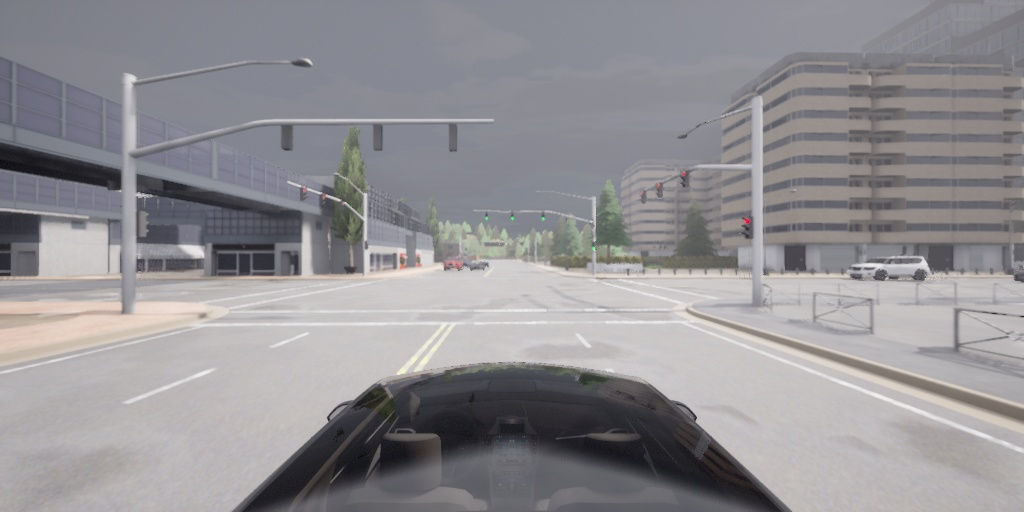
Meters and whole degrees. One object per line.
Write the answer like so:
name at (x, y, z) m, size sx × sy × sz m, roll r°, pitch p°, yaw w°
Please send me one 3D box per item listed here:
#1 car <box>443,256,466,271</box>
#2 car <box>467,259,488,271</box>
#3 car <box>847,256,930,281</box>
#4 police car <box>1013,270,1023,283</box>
car at (-8.373, 1.083, 51.303) m, size 2.150 × 2.045 × 5.566 m, roll 0°, pitch 0°, yaw -1°
car at (-4.866, 1.423, 50.974) m, size 1.994 × 1.385 × 4.181 m, roll 0°, pitch 0°, yaw -1°
car at (31.458, 1.024, 30.015) m, size 5.566 × 2.045 × 2.150 m, roll 0°, pitch 0°, yaw -1°
police car at (40.435, 1.297, 26.657) m, size 4.974 × 1.542 × 2.038 m, roll 0°, pitch 0°, yaw -2°
